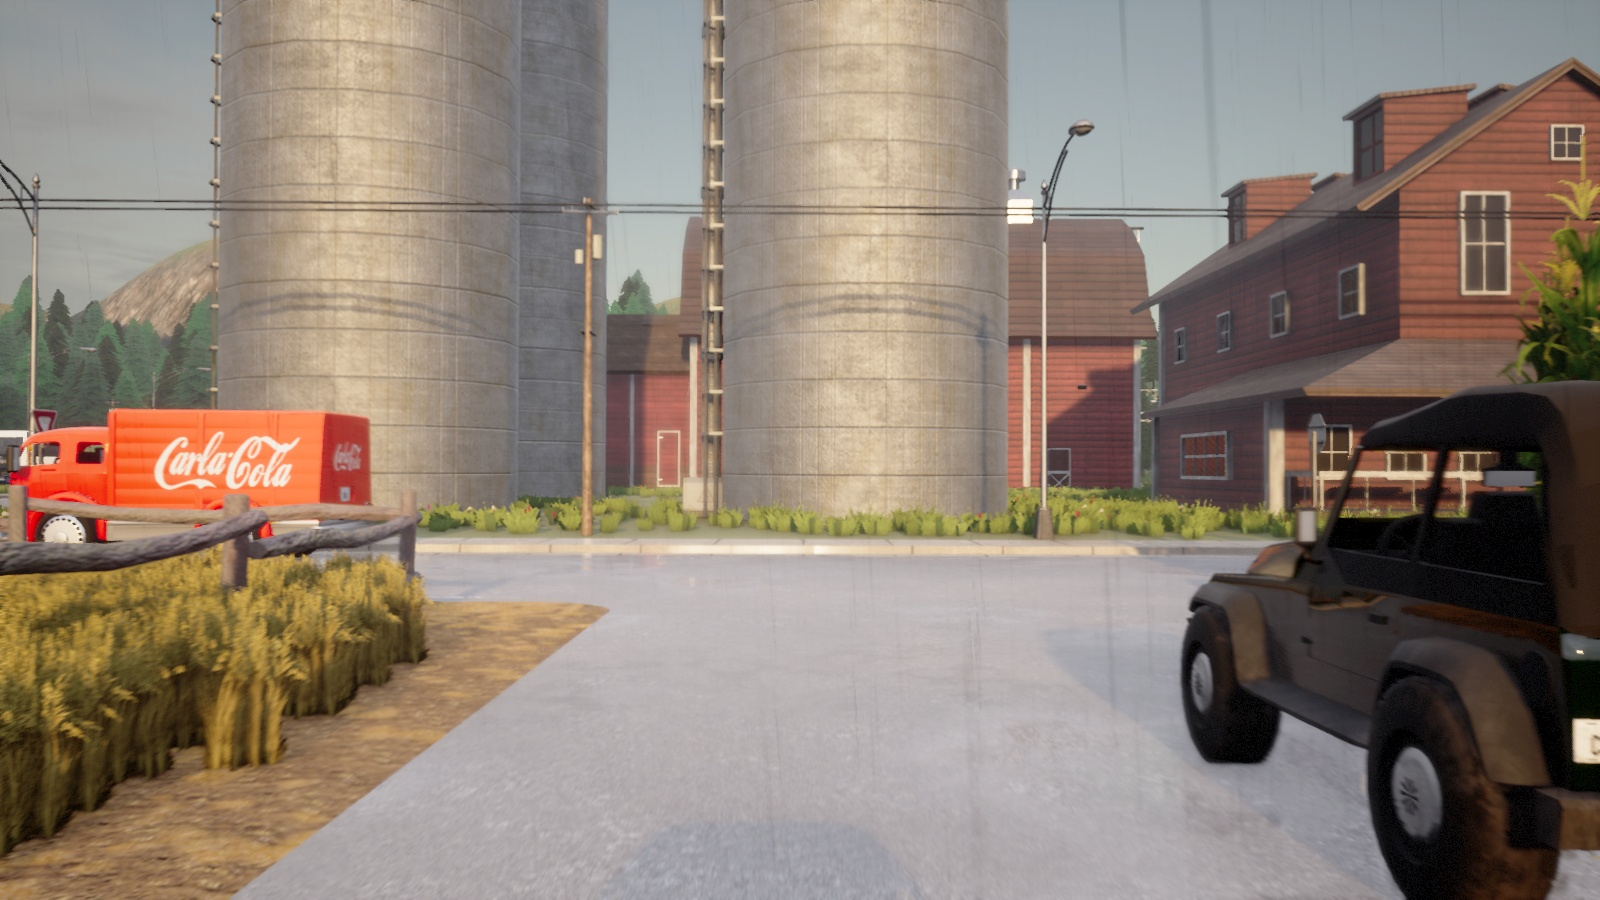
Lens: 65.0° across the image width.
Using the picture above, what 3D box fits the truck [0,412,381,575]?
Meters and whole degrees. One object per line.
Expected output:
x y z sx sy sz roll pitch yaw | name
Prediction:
-9.865 0.681 20.413 5.204 2.467 2.627 0 -1 1 | truck

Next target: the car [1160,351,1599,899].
3.094 0.683 5.485 1.905 1.878 3.866 0 -1 0 | car
